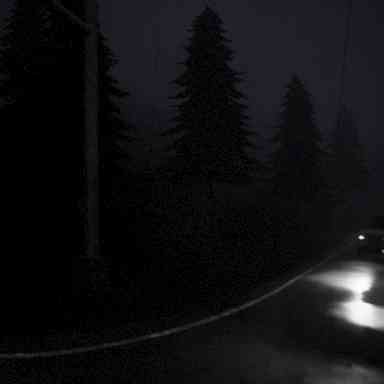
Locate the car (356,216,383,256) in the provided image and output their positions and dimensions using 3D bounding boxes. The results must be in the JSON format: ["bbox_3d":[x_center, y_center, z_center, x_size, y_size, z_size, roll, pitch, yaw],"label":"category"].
[{"bbox_3d":[7.523,1.604,12.484,1.895,1.301,4.718,0,0,36],"label":"car"}]
